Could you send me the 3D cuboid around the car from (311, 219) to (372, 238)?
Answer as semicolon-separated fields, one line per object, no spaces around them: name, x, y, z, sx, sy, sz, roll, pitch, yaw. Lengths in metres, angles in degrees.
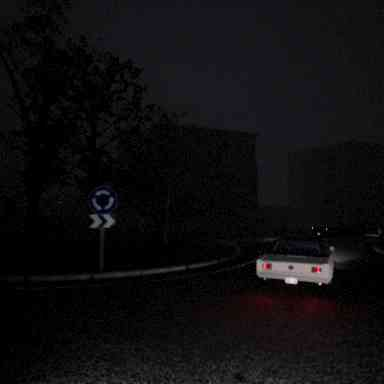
car;11.882;3.061;26.902;4.718;1.301;1.895;3;-4;-26

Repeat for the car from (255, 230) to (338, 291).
car;3.461;2.082;10.518;1.895;1.301;4.718;-1;-3;24

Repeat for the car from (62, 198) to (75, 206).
car;-23.726;1.803;64.026;1.812;1.442;4.674;1;3;-13

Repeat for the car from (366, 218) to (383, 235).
car;22.792;4.164;37.929;2.097;1.535;5.008;6;-5;-29
